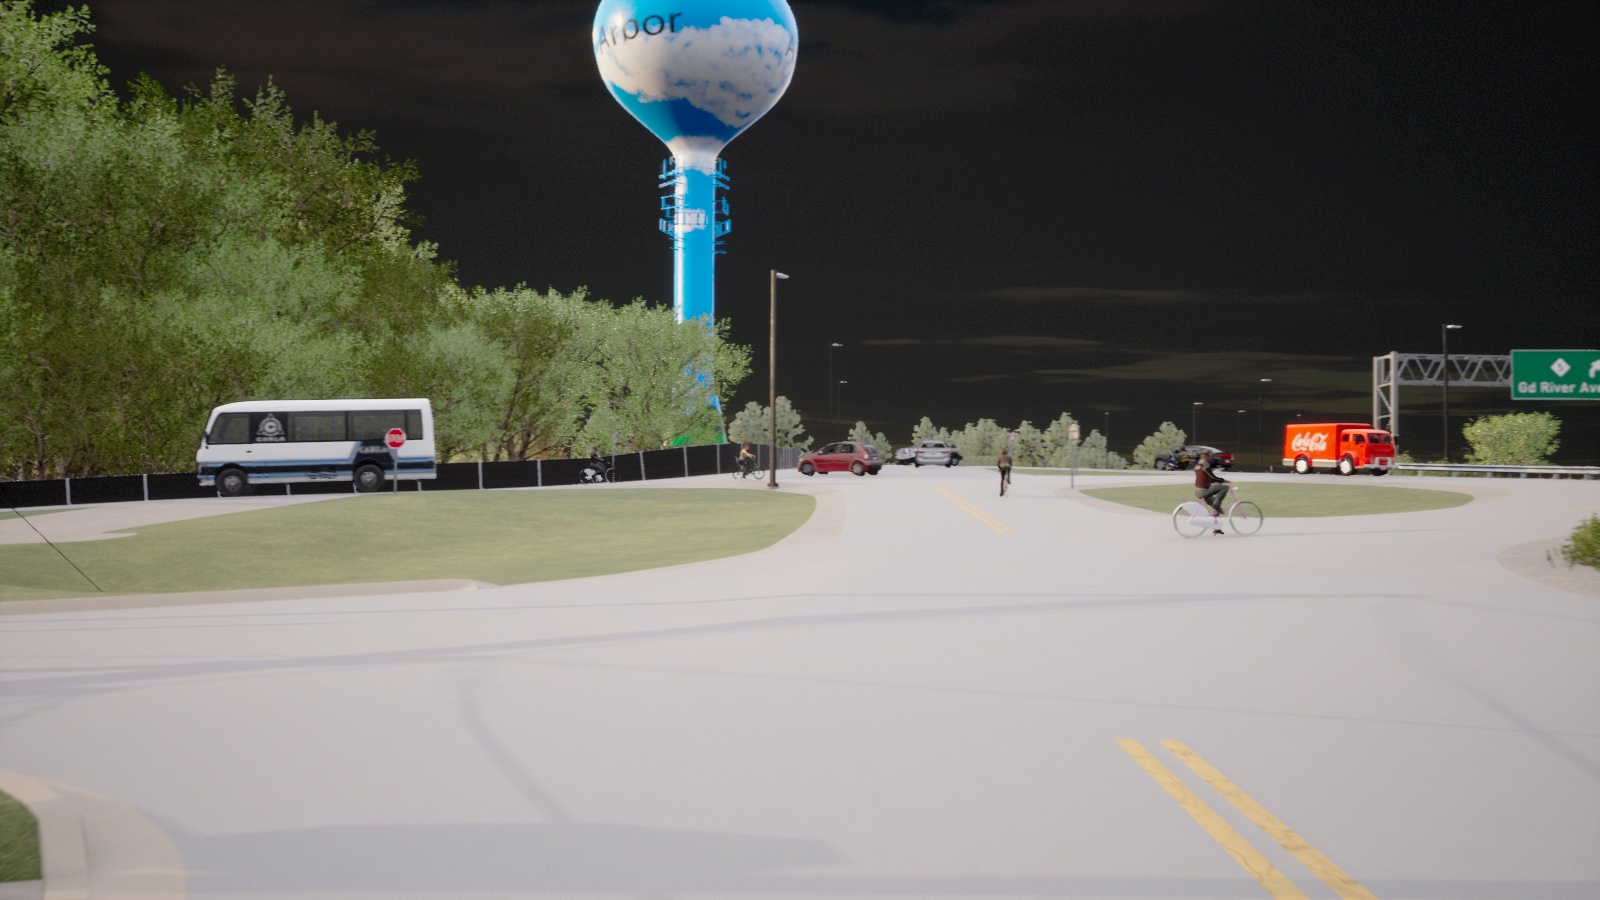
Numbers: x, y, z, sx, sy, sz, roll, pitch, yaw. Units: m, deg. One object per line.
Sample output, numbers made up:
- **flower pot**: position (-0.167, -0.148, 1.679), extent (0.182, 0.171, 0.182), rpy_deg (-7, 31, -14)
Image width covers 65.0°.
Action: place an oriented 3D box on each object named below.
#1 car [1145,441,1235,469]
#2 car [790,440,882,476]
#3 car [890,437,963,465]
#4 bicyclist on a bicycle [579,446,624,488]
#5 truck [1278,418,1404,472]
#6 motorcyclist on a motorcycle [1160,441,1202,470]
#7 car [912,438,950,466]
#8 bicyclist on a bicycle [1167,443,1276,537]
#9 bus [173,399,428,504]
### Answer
- **car**: position (22.700, 0.302, 73.255), extent (1.882, 1.535, 5.008), rpy_deg (1, -1, -32)
- **car**: position (1.718, 0.376, 60.188), extent (3.988, 1.617, 1.851), rpy_deg (-1, 1, 27)
- **car**: position (8.486, 0.100, 84.178), extent (4.605, 1.855, 1.932), rpy_deg (0, -1, -32)
- **bicyclist on a bicycle**: position (-8.863, 0.753, 56.076), extent (1.843, 1.776, 0.659), rpy_deg (-3, -1, -10)
- **truck**: position (25.636, -0.217, 59.739), extent (2.627, 2.467, 5.204), rpy_deg (0, 0, -20)
- **motorcyclist on a motorcycle**: position (21.000, 0.311, 69.268), extent (0.866, 1.530, 2.191), rpy_deg (1, -1, -32)
- **car**: position (8.067, 0.102, 77.555), extent (2.242, 1.667, 4.611), rpy_deg (0, 0, 5)
- **bicyclist on a bicycle**: position (8.455, 0.811, 25.219), extent (1.843, 1.776, 0.659), rpy_deg (-3, -3, -4)
- **bus**: position (-22.260, 0.071, 56.787), extent (10.273, 4.253, 3.944), rpy_deg (-2, -2, -16)
